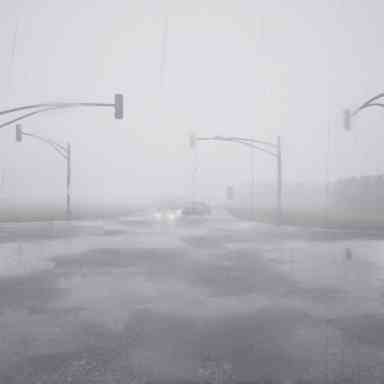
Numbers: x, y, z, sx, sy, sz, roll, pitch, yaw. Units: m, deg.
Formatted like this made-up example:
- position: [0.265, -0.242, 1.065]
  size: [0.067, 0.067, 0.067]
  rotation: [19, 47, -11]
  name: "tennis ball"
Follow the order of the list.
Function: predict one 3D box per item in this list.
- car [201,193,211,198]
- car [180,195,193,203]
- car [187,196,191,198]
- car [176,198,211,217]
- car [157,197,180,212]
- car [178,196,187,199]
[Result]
- position: [3.361, 1.191, 79.079]
  size: [2.150, 2.045, 5.566]
  rotation: [0, 0, 5]
  name: "car"
- position: [-1.037, 1.470, 67.945]
  size: [2.128, 1.511, 4.902]
  rotation: [0, 0, 4]
  name: "car"
- position: [-1.791, 1.480, 57.419]
  size: [2.128, 1.511, 4.902]
  rotation: [0, 0, 4]
  name: "car"
- position: [0.456, 1.546, 30.875]
  size: [2.033, 1.411, 5.357]
  rotation: [0, 0, 14]
  name: "car"
- position: [-2.812, 1.600, 38.245]
  size: [1.895, 1.301, 4.718]
  rotation: [0, 0, 3]
  name: "car"
- position: [-2.358, 1.486, 47.559]
  size: [2.128, 1.511, 4.902]
  rotation: [0, 0, 3]
  name: "car"
